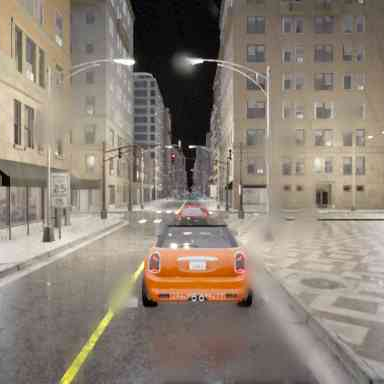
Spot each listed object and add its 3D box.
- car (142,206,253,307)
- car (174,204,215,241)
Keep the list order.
[{"bbox_3d":[0.095,1.352,8.133,2.097,1.767,4.553,0,0,0],"label":"car"},{"bbox_3d":[0.098,1.477,17.734,1.882,1.535,5.008,0,0,0],"label":"car"}]
